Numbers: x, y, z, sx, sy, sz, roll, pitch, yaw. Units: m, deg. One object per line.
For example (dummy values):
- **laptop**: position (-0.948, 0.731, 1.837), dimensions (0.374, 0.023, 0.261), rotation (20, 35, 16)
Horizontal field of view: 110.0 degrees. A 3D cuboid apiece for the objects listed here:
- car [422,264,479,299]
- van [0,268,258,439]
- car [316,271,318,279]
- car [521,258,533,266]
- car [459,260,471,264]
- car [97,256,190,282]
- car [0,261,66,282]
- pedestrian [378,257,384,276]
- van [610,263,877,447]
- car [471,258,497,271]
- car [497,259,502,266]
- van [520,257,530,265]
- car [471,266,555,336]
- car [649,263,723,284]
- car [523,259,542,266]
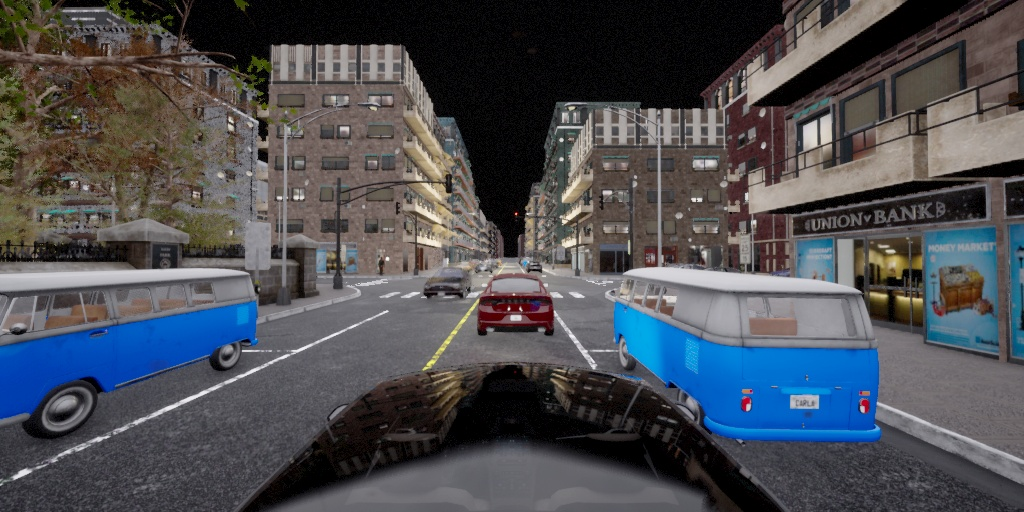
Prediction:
- **car**: position (-3.115, 1.303, 18.453), dimensions (2.033, 1.411, 5.357), rotation (0, 0, 0)
- **van**: position (-5.659, 1.092, 5.110), dimensions (1.690, 1.789, 3.998), rotation (0, 0, 0)
- **car**: position (-16.626, 1.139, 25.794), dimensions (4.902, 1.511, 2.128), rotation (0, -1, 1)
- **car**: position (2.650, 1.317, 48.705), dimensions (2.007, 1.370, 4.403), rotation (0, 0, 0)
- **car**: position (-5.725, 1.290, 42.885), dimensions (1.751, 1.417, 4.829), rotation (0, 0, 0)
- **car**: position (-26.484, 0.946, 25.905), dimensions (4.553, 1.767, 2.097), rotation (0, -1, 1)
- **car**: position (-36.308, 1.089, 26.015), dimensions (5.357, 1.411, 2.033), rotation (0, -1, 0)
- **pedestrian**: position (-12.568, 0.968, 34.491), dimensions (0.375, 1.860, 0.375), rotation (0, -1, 1)
- **van**: position (2.655, 1.092, 5.116), dimensions (1.690, 1.789, 3.998), rotation (0, 0, 0)
- **car**: position (-3.133, 1.255, 41.185), dimensions (2.128, 1.511, 4.902), rotation (0, 0, 0)
- **car**: position (-3.139, 1.259, 55.912), dimensions (2.128, 1.511, 4.902), rotation (0, 0, 0)
- **van**: position (2.640, 1.112, 59.990), dimensions (1.690, 1.789, 3.998), rotation (0, 0, 0)
- **car**: position (0.090, 1.230, 10.475), dimensions (1.882, 1.535, 5.008), rotation (0, 0, 0)
- **car**: position (13.772, 1.364, 28.667), dimensions (4.902, 1.511, 2.128), rotation (0, -1, 1)
- **car**: position (2.655, 1.330, 43.063), dimensions (1.948, 1.339, 4.313), rotation (0, 0, 0)
